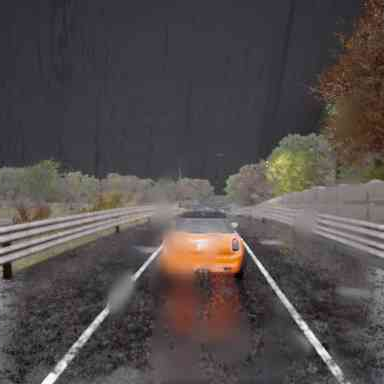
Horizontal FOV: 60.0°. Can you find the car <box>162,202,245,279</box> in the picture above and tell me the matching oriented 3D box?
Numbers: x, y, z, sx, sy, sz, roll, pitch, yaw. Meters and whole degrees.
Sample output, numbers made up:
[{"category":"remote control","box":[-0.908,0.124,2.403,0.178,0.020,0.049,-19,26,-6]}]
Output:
[{"category":"car","box":[0.357,1.352,10.208,2.097,1.767,4.553,0,0,2]}]

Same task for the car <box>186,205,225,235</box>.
[{"category":"car","box":[0.833,1.626,20.718,2.128,1.511,4.902,0,-1,3]}]

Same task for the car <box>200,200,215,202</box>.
[{"category":"car","box":[1.747,1.942,36.522,2.150,2.045,5.566,0,-3,3]}]
